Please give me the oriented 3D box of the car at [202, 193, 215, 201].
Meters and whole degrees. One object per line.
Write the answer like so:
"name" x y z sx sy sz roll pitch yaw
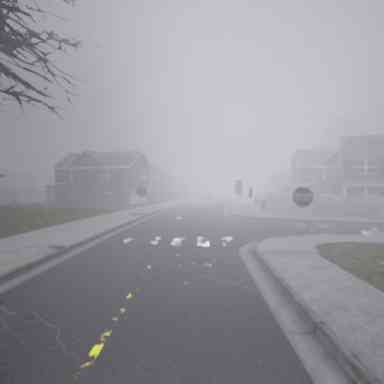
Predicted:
"car" 3.124 0.887 60.675 2.033 1.411 5.357 0 1 11
